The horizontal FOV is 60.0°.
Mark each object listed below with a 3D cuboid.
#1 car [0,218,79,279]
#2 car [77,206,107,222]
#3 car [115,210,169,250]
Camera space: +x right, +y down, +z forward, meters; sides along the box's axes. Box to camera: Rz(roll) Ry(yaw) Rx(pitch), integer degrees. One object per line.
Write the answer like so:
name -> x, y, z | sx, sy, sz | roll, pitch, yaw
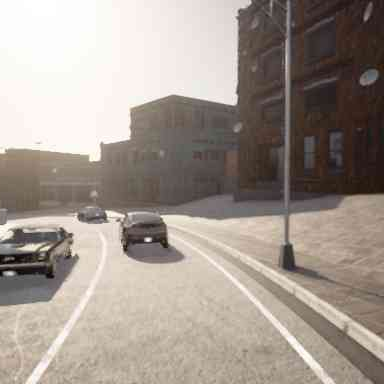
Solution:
car -> -4.859, 1.696, 10.208 | 1.895, 1.301, 4.718 | -1, -1, -12
car -> -9.504, 2.049, 31.454 | 1.994, 1.385, 4.181 | -2, -1, -31
car -> -2.277, 1.590, 14.905 | 1.837, 1.490, 4.892 | -1, -1, -15
